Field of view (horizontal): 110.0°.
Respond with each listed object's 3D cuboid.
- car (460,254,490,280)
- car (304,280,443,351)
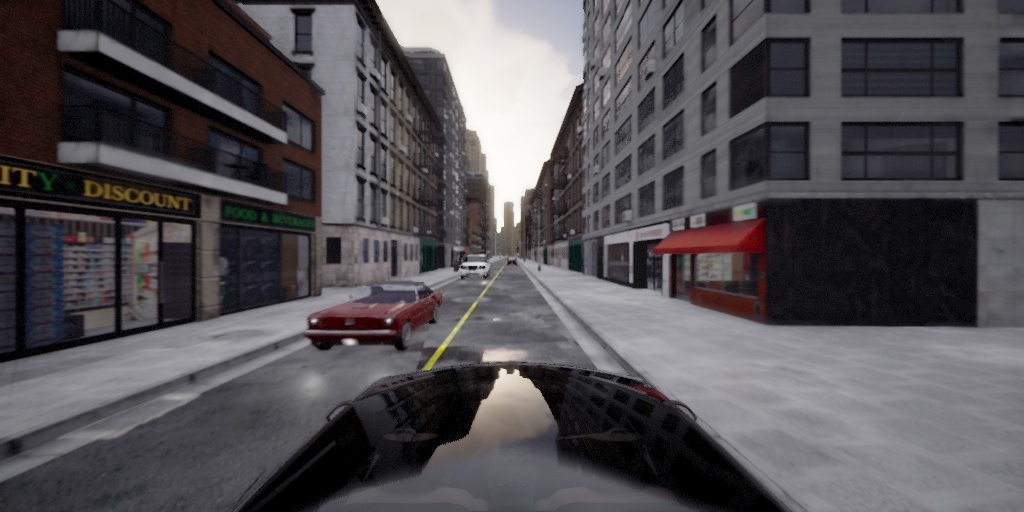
[{"bbox_3d":[-3.041,0.884,30.555,2.150,2.045,5.566,0,0,1],"label":"car"},{"bbox_3d":[-3.089,1.327,9.052,1.895,1.301,4.718,0,0,0],"label":"car"}]
